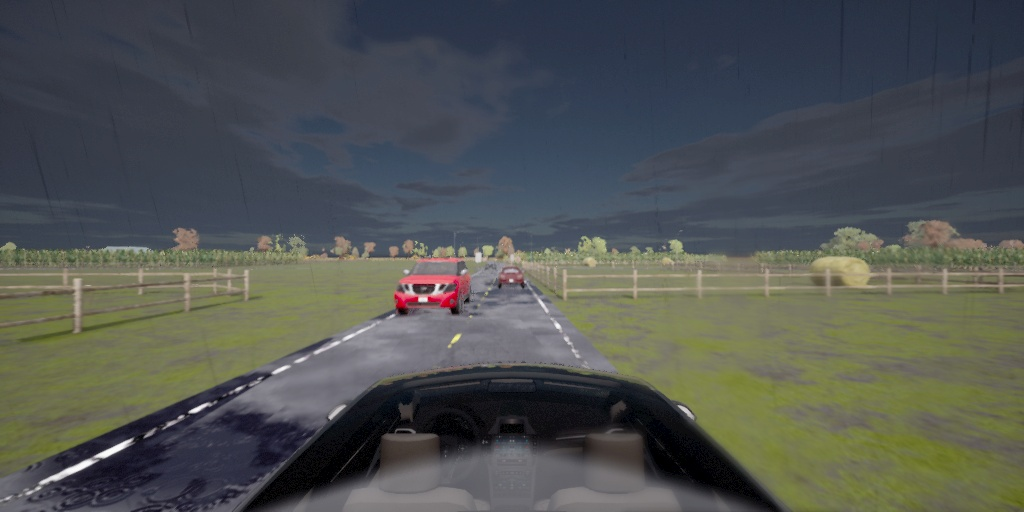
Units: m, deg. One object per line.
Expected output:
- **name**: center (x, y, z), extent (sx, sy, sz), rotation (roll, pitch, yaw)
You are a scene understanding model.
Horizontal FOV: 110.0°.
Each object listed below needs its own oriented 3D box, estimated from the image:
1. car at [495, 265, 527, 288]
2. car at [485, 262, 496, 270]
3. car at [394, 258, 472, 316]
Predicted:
- **car**: center (-0.056, 1.471, 25.938), extent (1.812, 1.442, 4.674), rotation (0, 0, 0)
- **car**: center (-3.661, 1.782, 62.657), extent (1.994, 1.385, 4.181), rotation (0, 0, -2)
- **car**: center (-2.897, 1.076, 14.351), extent (2.150, 2.045, 5.566), rotation (0, 0, 0)
